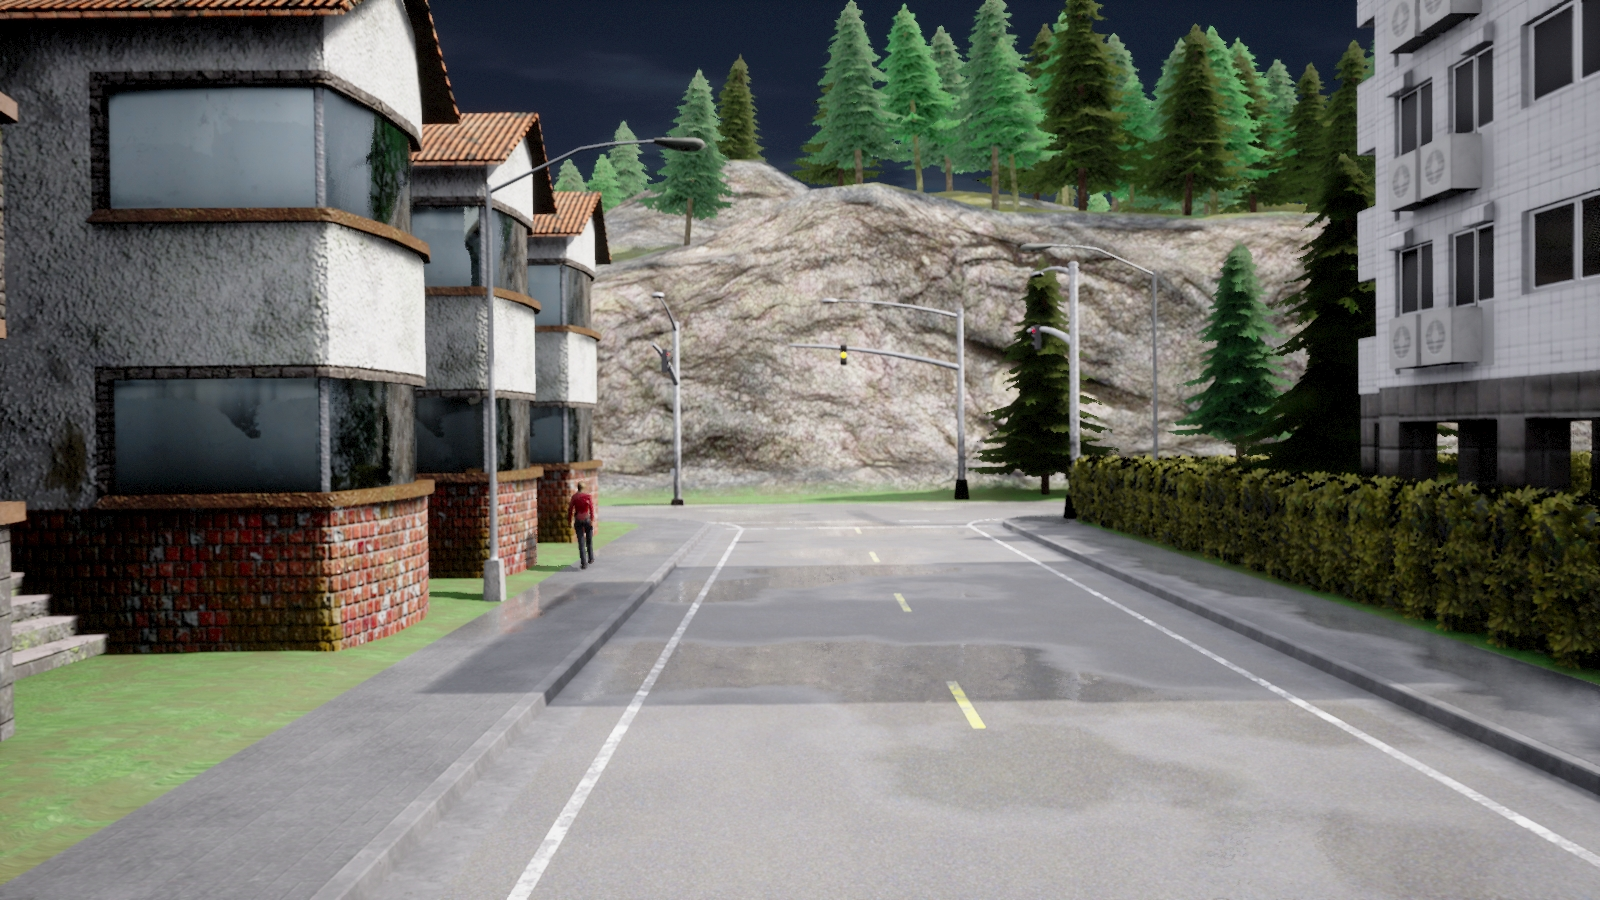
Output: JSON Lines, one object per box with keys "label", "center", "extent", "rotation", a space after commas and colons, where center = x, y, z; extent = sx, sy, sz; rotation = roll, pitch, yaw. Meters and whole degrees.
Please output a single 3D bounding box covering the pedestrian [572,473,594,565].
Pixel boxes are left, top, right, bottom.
{"label": "pedestrian", "center": [-4.442, 1.400, 23.428], "extent": [0.375, 1.860, 0.375], "rotation": [-1, 1, -2]}
